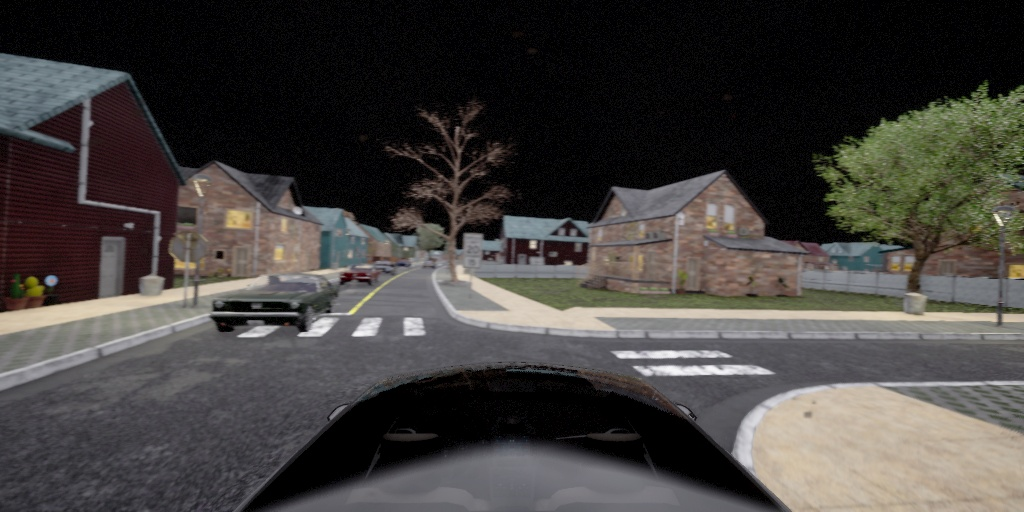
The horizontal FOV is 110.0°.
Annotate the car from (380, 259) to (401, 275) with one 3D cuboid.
[{"bbox_3d":[-12.478,1.139,35.222,1.994,1.385,4.181,3,-1,-12],"label":"car"}]

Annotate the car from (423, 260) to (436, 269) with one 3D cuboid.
[{"bbox_3d":[-13.854,1.392,60.147,2.033,1.411,5.357,3,-1,-7],"label":"car"}]

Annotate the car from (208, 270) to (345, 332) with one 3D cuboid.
[{"bbox_3d":[-6.198,1.154,9.969,1.895,1.301,4.718,3,-1,-16],"label":"car"}]

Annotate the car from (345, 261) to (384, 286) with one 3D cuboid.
[{"bbox_3d":[-9.744,1.153,23.219,1.895,1.301,4.718,3,-1,-14],"label":"car"}]

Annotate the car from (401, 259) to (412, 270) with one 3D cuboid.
[{"bbox_3d":[-15.295,1.152,50.479,1.895,1.301,4.718,3,-1,-9],"label":"car"}]
